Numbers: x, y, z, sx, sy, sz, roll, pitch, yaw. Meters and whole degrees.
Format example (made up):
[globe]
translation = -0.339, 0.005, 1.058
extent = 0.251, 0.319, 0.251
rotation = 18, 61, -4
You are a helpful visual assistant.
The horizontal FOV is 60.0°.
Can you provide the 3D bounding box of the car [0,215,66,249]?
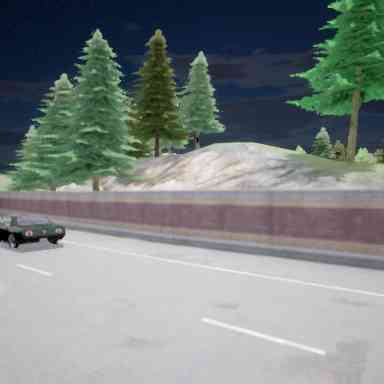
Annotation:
[car]
translation = -7.661, 1.671, 14.999
extent = 4.718, 1.301, 1.895
rotation = 0, 0, 42
